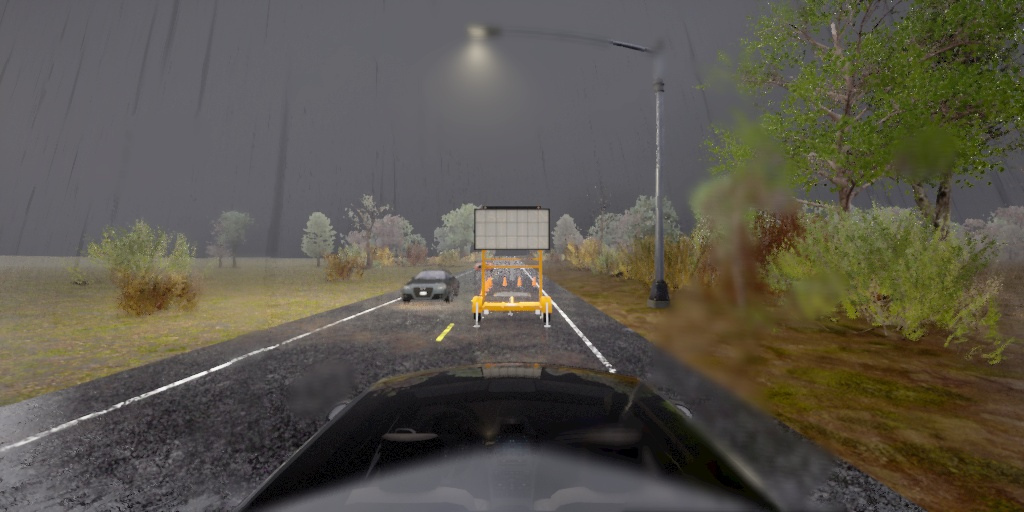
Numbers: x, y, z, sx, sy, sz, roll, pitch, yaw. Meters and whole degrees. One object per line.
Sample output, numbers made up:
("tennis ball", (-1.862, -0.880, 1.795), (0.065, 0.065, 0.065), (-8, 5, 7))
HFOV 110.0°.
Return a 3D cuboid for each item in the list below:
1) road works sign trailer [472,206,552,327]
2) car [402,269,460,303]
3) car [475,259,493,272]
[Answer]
("road works sign trailer", (0.002, 0.217, 11.522), (2.380, 3.560, 2.880), (0, 0, 0))
("car", (-3.598, 1.317, 16.502), (1.994, 1.385, 4.181), (0, 0, 0))
("car", (-3.490, 1.089, 45.344), (2.097, 1.767, 4.553), (0, 0, 0))
